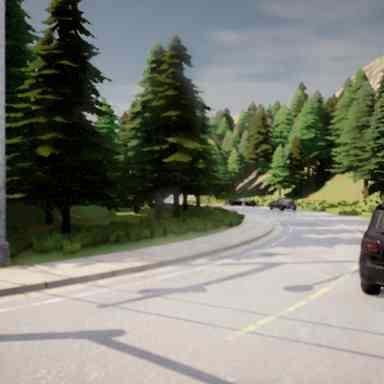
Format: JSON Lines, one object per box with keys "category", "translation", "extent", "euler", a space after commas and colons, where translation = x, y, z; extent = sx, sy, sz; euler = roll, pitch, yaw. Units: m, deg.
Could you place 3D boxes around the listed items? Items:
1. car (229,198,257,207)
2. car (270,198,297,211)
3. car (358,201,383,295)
{"category": "car", "translation": [7.490, 1.549, 49.421], "extent": [1.895, 1.301, 4.718], "euler": [0, 0, -30]}
{"category": "car", "translation": [10.864, 1.485, 39.665], "extent": [1.812, 1.442, 4.674], "euler": [0, 0, -10]}
{"category": "car", "translation": [5.574, 1.200, 7.889], "extent": [2.150, 2.045, 5.566], "euler": [0, 0, 38]}
